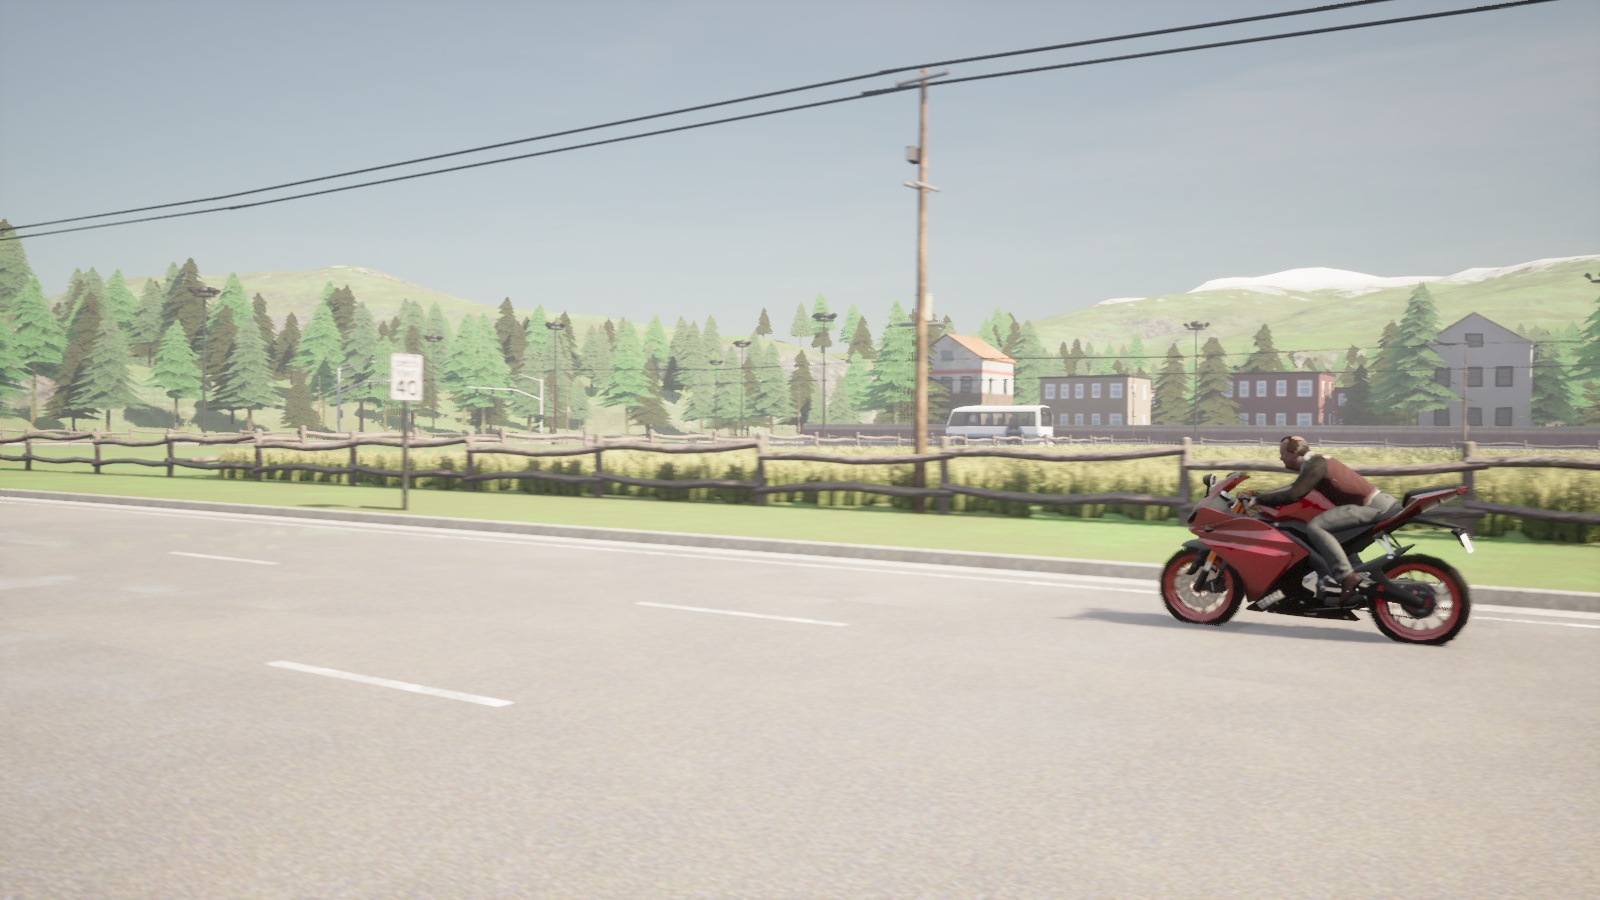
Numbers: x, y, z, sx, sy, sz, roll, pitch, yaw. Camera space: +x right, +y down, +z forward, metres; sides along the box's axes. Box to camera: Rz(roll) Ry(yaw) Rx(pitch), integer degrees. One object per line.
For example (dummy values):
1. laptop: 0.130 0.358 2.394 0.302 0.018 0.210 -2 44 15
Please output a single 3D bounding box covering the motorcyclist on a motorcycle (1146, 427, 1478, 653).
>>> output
1. motorcyclist on a motorcycle: 3.835 0.603 9.480 2.191 1.530 0.866 0 1 34
